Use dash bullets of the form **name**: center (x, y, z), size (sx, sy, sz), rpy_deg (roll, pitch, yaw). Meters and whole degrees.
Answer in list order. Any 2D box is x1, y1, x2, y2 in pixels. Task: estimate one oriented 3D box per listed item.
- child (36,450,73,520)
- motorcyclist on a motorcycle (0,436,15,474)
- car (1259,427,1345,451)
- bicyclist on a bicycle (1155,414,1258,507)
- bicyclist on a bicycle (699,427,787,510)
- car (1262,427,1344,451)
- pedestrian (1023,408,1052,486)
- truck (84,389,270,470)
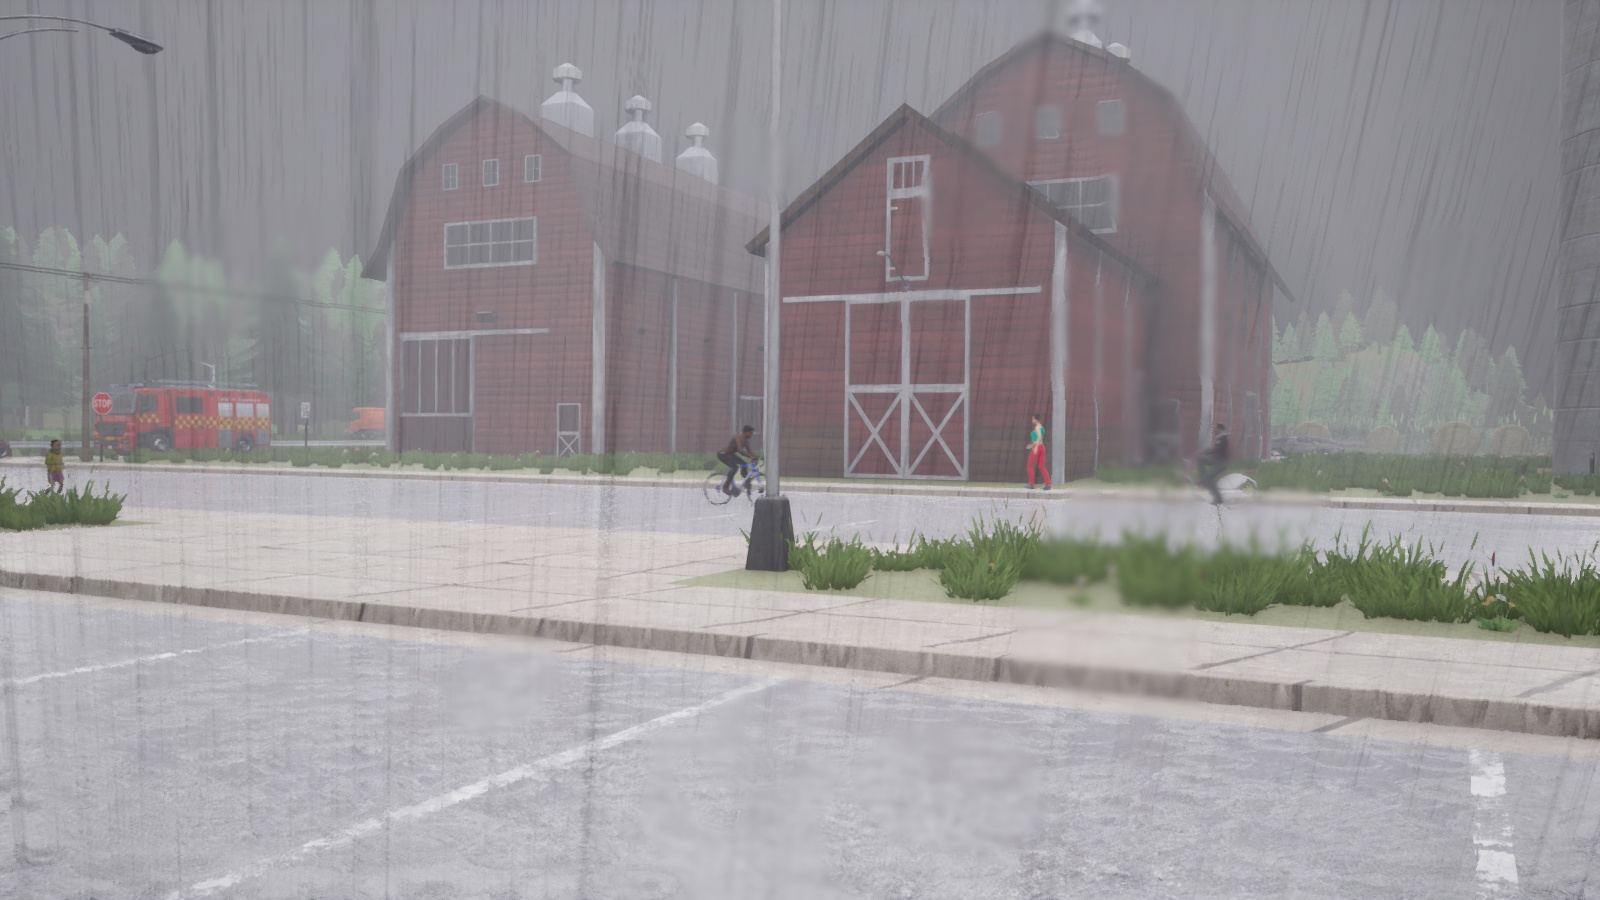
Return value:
- **child**: center (-12.591, 0.585, 21.216), size (0.473, 1.160, 0.299), rpy_deg (0, 1, 25)
- **motorcyclist on a motorcycle**: center (-35.903, 0.237, 55.155), size (0.766, 1.649, 2.350), rpy_deg (0, 1, 26)
- **car**: center (31.619, -0.718, 79.091), size (4.902, 1.511, 2.128), rpy_deg (1, 1, 25)
- **bicyclist on a bicycle**: center (7.957, 0.194, 24.587), size (1.843, 1.776, 0.659), rpy_deg (0, 1, 25)
- **bicyclist on a bicycle**: center (-1.137, 0.352, 24.911), size (1.656, 1.620, 0.582), rpy_deg (0, 1, 25)
- **car**: center (32.963, -0.717, 82.324), size (4.892, 1.490, 1.837), rpy_deg (0, 1, 25)
- **pedestrian**: center (5.655, -0.074, 29.909), size (0.594, 1.836, 0.345), rpy_deg (0, 1, 38)
- **truck**: center (-31.578, -1.040, 64.165), size (2.891, 3.827, 8.468), rpy_deg (0, 1, 26)
